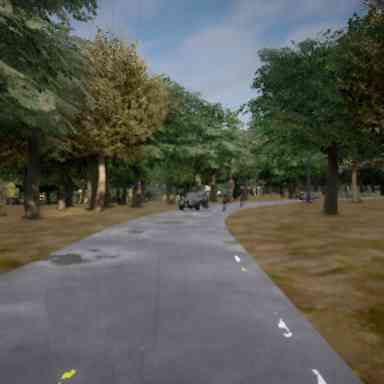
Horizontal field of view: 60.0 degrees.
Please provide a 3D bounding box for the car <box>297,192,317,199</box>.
[{"bbox_3d":[24.387,0.700,70.555,4.674,1.442,1.812,-1,1,-39],"label":"car"}]

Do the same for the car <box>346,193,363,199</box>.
[{"bbox_3d":[36.422,0.837,74.407,4.902,1.511,2.128,-1,1,-35],"label":"car"}]

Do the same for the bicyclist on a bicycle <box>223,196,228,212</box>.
[{"bbox_3d":[3.457,1.272,34.810,0.582,1.620,1.656,0,0,16],"label":"bicyclist on a bicycle"}]

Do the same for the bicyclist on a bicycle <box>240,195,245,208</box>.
[{"bbox_3d":[6.480,1.227,42.900,0.582,1.620,1.656,1,0,25],"label":"bicyclist on a bicycle"}]

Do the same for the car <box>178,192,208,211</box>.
[{"bbox_3d":[0.220,1.020,37.416,2.150,2.045,5.566,0,0,18],"label":"car"}]

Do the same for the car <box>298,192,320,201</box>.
[{"bbox_3d":[23.633,1.012,66.218,4.181,1.385,1.994,-1,1,-34],"label":"car"}]
